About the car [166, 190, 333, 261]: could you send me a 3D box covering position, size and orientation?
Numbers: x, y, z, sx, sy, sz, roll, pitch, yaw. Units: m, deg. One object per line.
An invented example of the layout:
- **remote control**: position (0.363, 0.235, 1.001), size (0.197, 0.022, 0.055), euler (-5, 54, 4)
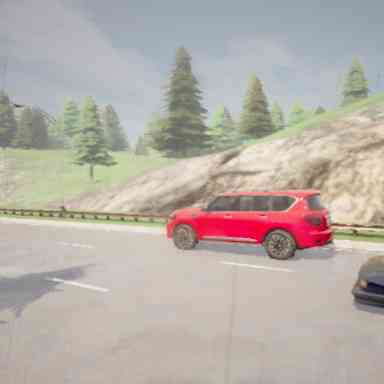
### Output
- **car**: position (1.761, 0.967, 11.281), size (5.566, 2.045, 2.150), euler (0, 1, 32)

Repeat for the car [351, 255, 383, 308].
- **car**: position (5.308, 1.366, 4.747), size (5.357, 1.411, 2.033), euler (0, 1, 35)
